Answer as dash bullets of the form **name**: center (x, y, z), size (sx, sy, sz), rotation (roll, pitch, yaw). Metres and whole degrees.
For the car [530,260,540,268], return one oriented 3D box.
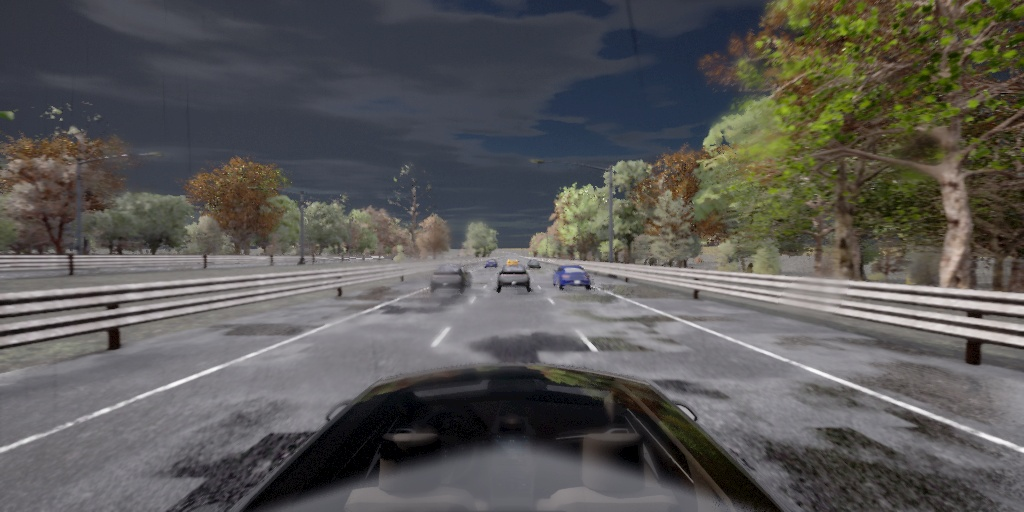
- **car**: center (3.603, 1.307, 60.518), size (1.994, 1.385, 4.181), rotation (0, 0, 0)

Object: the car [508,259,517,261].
- **car**: center (0.104, 1.220, 61.586), size (1.882, 1.535, 5.008), rotation (0, 0, 0)

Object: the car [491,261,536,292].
- **car**: center (0.101, 1.241, 21.526), size (2.128, 1.511, 4.902), rotation (0, 0, 0)

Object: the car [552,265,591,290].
- **car**: center (3.600, 1.274, 22.092), size (1.812, 1.442, 4.674), rotation (0, 0, 0)

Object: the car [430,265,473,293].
- **car**: center (-3.399, 1.241, 20.700), size (2.128, 1.511, 4.902), rotation (0, 0, 0)

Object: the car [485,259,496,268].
- **car**: center (-3.396, 1.269, 60.402), size (1.812, 1.442, 4.674), rotation (0, 0, 0)
